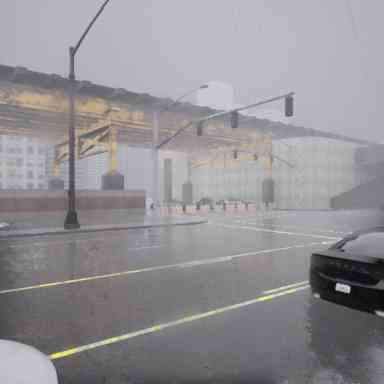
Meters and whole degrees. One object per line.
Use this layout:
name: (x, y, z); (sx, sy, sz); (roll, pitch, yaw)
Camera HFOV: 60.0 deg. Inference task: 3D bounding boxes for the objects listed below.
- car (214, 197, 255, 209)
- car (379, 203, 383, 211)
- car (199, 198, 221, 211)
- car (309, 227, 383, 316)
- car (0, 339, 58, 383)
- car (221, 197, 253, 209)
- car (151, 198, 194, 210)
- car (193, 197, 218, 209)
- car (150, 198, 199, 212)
car: (5.564, 1.456, 43.716); (4.974, 1.542, 2.038); (0, 0, -7)
car: (24.645, 1.552, 40.069); (5.357, 1.411, 2.033); (0, 0, -37)
car: (1.684, 1.455, 39.924); (2.038, 1.542, 4.974); (0, 0, 18)
car: (4.585, 1.478, 7.110); (5.008, 1.535, 1.882); (0, 0, -36)
car: (-3.082, 1.526, 1.540); (4.674, 1.442, 1.812); (0, 0, -36)
car: (5.512, 1.298, 43.709); (4.536, 1.218, 1.853); (0, 0, -7)
car: (-2.090, 1.297, 37.215); (4.536, 1.218, 1.853); (0, 0, 8)
car: (1.700, 1.298, 39.974); (1.853, 1.218, 4.536); (0, 0, 18)
car: (-2.039, 1.455, 37.209); (4.974, 1.542, 2.038); (0, 0, 8)
